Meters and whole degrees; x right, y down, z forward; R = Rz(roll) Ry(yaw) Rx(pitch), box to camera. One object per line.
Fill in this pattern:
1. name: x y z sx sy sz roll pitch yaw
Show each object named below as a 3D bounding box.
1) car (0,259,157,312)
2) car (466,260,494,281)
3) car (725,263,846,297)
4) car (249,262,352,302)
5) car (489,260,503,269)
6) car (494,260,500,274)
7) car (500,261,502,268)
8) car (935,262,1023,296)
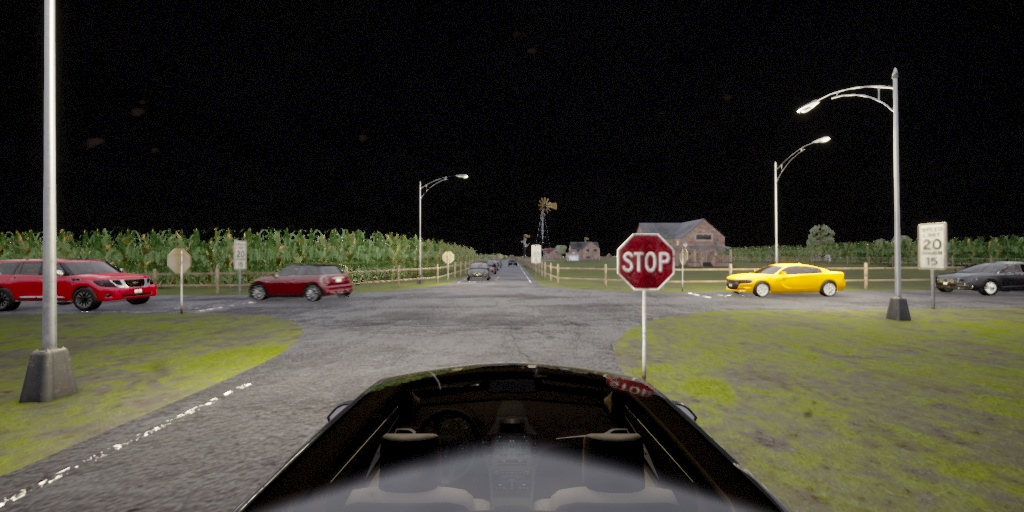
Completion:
1. car: -18.247 1.123 14.906 5.566 2.045 2.150 -1 0 1
2. car: -2.753 1.269 30.539 1.837 1.490 4.892 0 0 -1
3. car: 12.986 1.109 17.216 5.008 1.535 1.882 -1 0 0
4. car: -10.112 1.184 17.172 4.553 1.767 2.097 -1 0 15
5. car: -2.633 1.348 60.743 2.033 1.411 5.357 0 0 0
6. car: -2.742 1.339 40.495 1.994 1.385 4.181 0 0 1
7. car: -2.725 1.292 50.515 1.837 1.490 4.892 0 0 0
8. car: 23.087 1.045 17.055 4.892 1.490 1.837 -1 0 1
